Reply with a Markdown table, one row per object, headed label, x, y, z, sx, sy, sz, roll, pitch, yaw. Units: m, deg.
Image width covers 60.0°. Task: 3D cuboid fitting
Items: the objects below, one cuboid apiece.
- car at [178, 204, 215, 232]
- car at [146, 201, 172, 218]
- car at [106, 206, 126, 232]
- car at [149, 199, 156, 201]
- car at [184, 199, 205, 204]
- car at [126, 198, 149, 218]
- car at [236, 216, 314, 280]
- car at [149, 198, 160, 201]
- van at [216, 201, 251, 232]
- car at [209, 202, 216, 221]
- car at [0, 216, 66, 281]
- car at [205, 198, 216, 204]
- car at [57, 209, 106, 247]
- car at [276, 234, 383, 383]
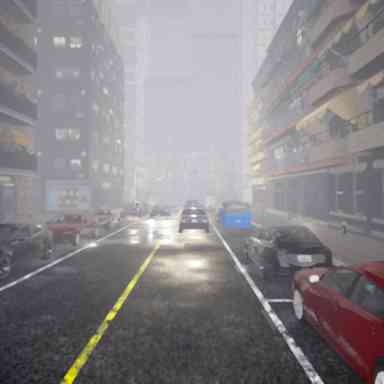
| label | x | y | z | sx | sy | sz | roll | pitch | yaw |
| --- | --- | --- | --- | --- | --- | --- | --- | --- | --- |
| car | 0.111 | 1.689 | 20.948 | 2.033 | 1.411 | 5.357 | 0 | 0 | 0 |
| car | -3.022 | 1.822 | 32.615 | 1.895 | 1.301 | 4.718 | 0 | 0 | 1 |
| car | -5.690 | 1.726 | 21.240 | 1.802 | 1.307 | 4.206 | -1 | 0 | 0 |
| car | -5.682 | 1.824 | 38.045 | 1.947 | 1.339 | 4.313 | -1 | 0 | 0 |
| car | 0.121 | 1.629 | 40.879 | 2.097 | 1.767 | 4.553 | 0 | 0 | 0 |
| car | -5.686 | 1.660 | 32.444 | 1.967 | 1.590 | 4.097 | -1 | 0 | 0 |
| car | 2.684 | 1.634 | 10.003 | 1.947 | 1.339 | 4.313 | -1 | 0 | 0 |
| car | -5.679 | 1.848 | 43.647 | 2.008 | 1.369 | 4.403 | -1 | 0 | 0 |
| van | 2.687 | 1.485 | 21.208 | 1.690 | 1.788 | 3.998 | -1 | 0 | 0 |
| car | 2.693 | 1.732 | 26.809 | 2.008 | 1.369 | 4.403 | -1 | 0 | 0 |
| car | -5.696 | 1.634 | 10.036 | 1.947 | 1.339 | 4.313 | -1 | 0 | 0 |
| car | 2.701 | 1.823 | 43.784 | 1.752 | 1.417 | 4.829 | -1 | 0 | 0 |
| car | -5.694 | 1.651 | 15.638 | 1.887 | 1.381 | 4.507 | -1 | 0 | 0 |
| car | 2.681 | 1.575 | 4.401 | 1.887 | 1.381 | 4.507 | -1 | 0 | 0 |
